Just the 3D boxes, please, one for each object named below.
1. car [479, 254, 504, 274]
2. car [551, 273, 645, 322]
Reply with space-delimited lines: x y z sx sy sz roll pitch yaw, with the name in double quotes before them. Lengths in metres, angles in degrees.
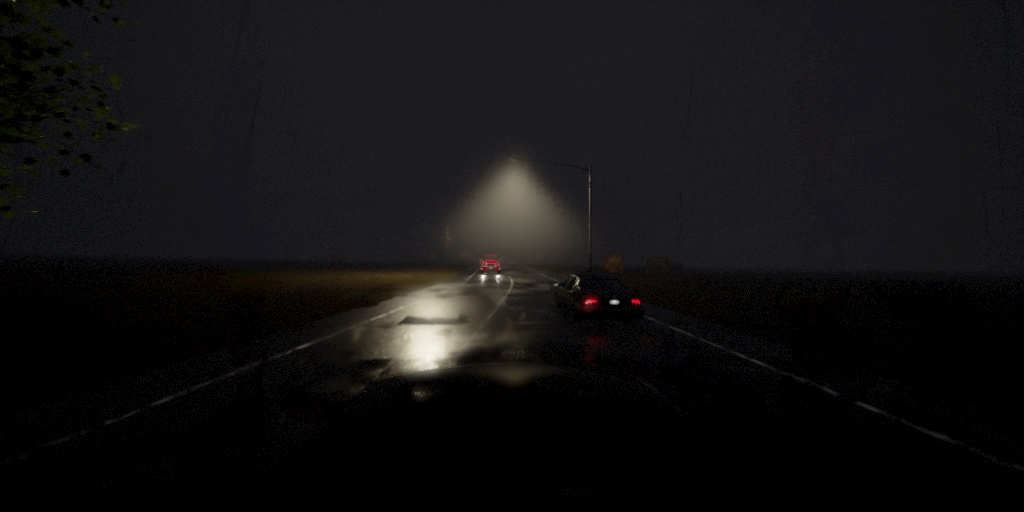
"car" -2.277 0.848 38.809 2.150 2.045 5.566 0 0 -3
"car" 2.615 1.280 12.119 2.033 1.411 5.357 0 0 -3
